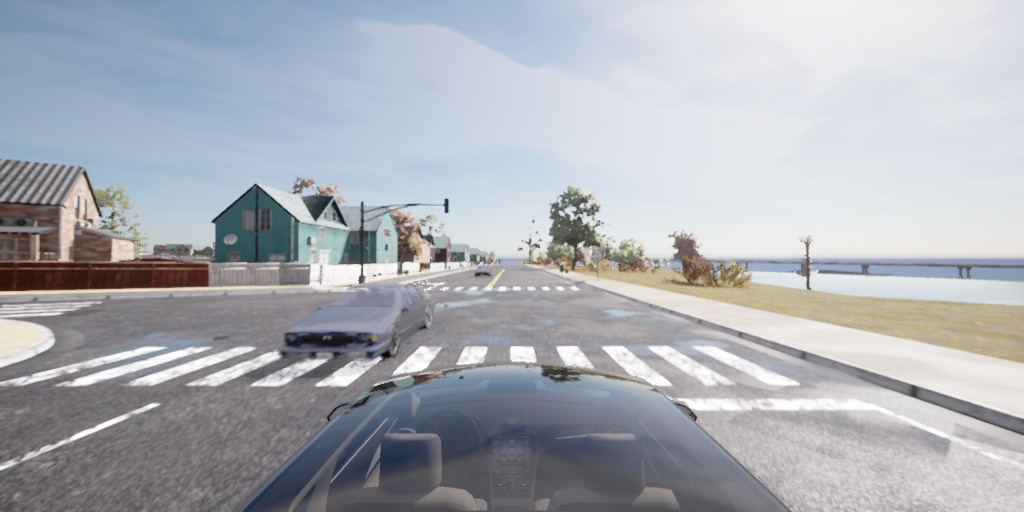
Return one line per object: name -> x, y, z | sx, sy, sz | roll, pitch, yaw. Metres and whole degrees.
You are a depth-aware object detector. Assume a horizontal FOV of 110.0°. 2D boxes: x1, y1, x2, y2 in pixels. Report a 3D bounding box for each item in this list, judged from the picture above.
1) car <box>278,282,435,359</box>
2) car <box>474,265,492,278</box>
car -> -3.257, 1.379, 8.901 | 2.033, 1.411, 5.357 | 0, -1, 0
car -> -3.306, 1.765, 42.182 | 2.033, 1.411, 5.357 | 0, -1, 0
